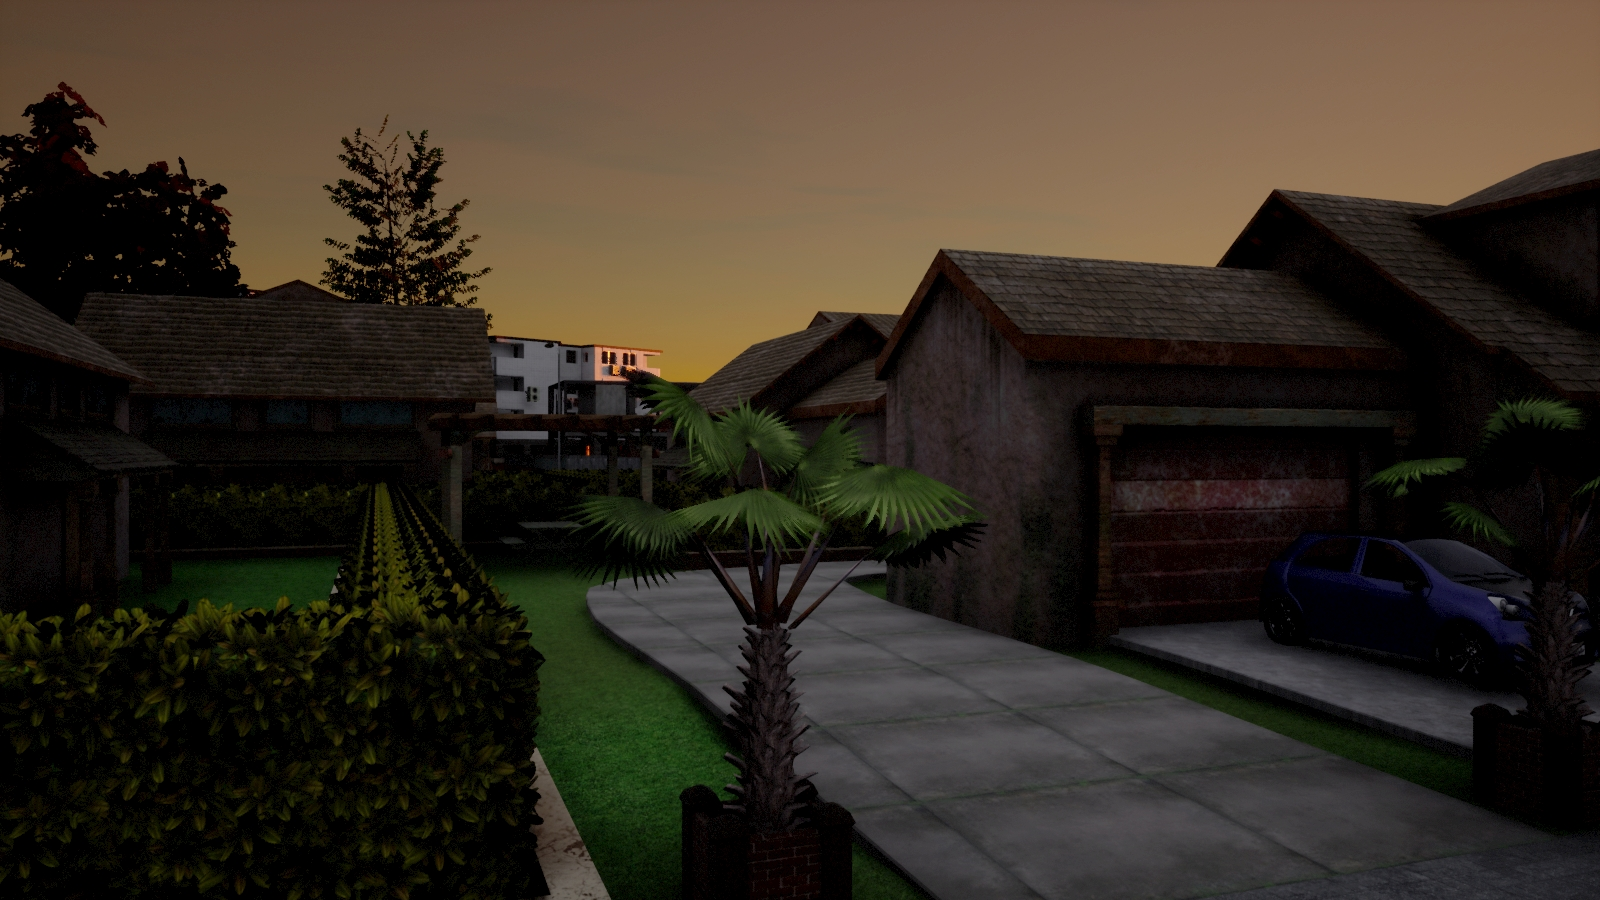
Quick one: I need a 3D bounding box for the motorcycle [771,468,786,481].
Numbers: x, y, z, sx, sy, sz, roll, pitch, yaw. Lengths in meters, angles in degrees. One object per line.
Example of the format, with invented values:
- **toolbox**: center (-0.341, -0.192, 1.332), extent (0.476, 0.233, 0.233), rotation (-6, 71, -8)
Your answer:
- **motorcycle**: center (-1.939, 2.199, 102.837), extent (0.803, 1.199, 2.033), rotation (0, 0, -20)
